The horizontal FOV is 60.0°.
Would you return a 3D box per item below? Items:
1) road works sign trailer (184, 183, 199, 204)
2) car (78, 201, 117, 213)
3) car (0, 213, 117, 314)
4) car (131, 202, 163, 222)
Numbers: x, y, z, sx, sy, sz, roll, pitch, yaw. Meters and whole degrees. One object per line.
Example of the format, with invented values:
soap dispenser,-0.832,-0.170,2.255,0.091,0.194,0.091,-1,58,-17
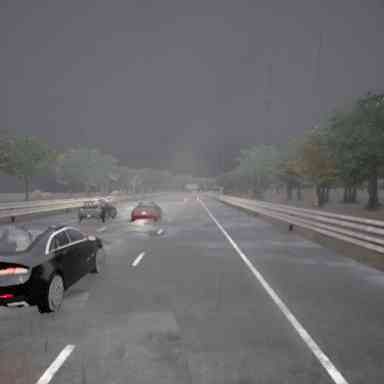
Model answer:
road works sign trailer,0.012,0.194,57.360,2.380,3.560,2.880,0,0,0
car,-6.896,1.381,24.636,2.128,1.511,4.902,0,0,0
car,-3.399,1.460,7.520,2.128,1.511,4.902,0,0,0
car,-3.393,1.449,25.515,1.994,1.385,4.181,0,0,0
